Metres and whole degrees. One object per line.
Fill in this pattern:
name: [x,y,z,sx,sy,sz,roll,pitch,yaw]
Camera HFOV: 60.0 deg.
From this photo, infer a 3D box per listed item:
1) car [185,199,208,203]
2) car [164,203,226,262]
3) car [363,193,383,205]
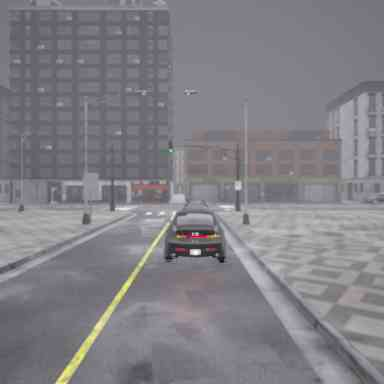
car: [0.345,1.251,25.674,1.994,1.385,4.181,0,1,4]
car: [0.099,1.361,11.553,1.837,1.490,4.892,0,1,0]
car: [25.417,0.953,44.266,4.892,1.490,1.837,0,0,0]
